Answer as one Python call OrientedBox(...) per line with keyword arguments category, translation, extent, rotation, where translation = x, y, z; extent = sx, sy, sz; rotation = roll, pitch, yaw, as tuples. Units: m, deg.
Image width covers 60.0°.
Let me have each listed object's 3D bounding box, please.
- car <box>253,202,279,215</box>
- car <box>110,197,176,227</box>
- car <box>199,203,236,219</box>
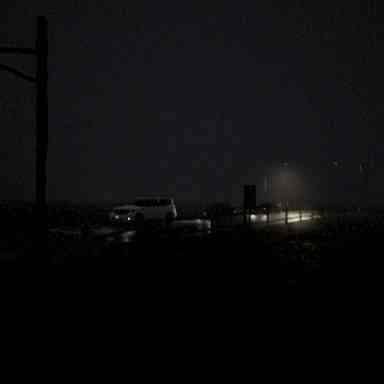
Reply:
OrientedBox(category="car", translation=(9.639, 2.093, 42.977), extent=(1.882, 1.535, 5.008), rotation=(1, -1, 36))
OrientedBox(category="car", translation=(-3.445, 1.388, 24.624), extent=(2.150, 2.045, 5.566), rotation=(1, -1, 35))
OrientedBox(category="car", translation=(2.624, 1.864, 33.151), extent=(2.128, 1.511, 4.902), rotation=(1, -1, 36))
